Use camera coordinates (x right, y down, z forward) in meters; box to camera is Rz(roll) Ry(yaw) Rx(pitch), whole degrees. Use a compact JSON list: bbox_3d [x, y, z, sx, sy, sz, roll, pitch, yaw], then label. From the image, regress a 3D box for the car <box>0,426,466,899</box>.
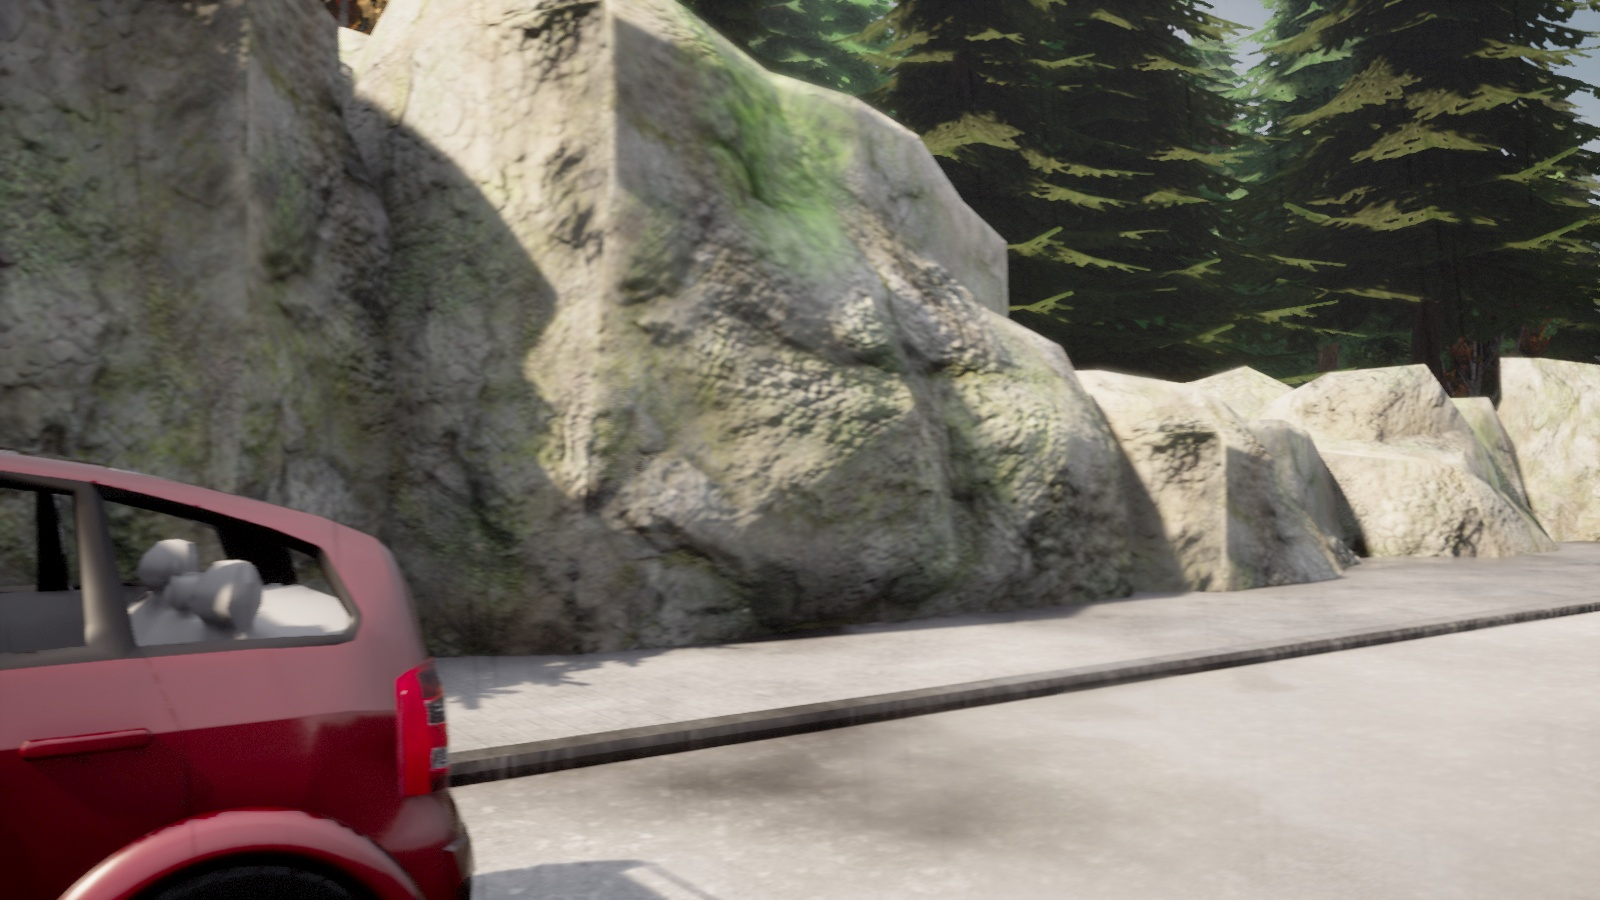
[{"bbox_3d":[-2.745,0.734,2.358,3.705,1.549,1.789,0,0,-35],"label":"car"}]
